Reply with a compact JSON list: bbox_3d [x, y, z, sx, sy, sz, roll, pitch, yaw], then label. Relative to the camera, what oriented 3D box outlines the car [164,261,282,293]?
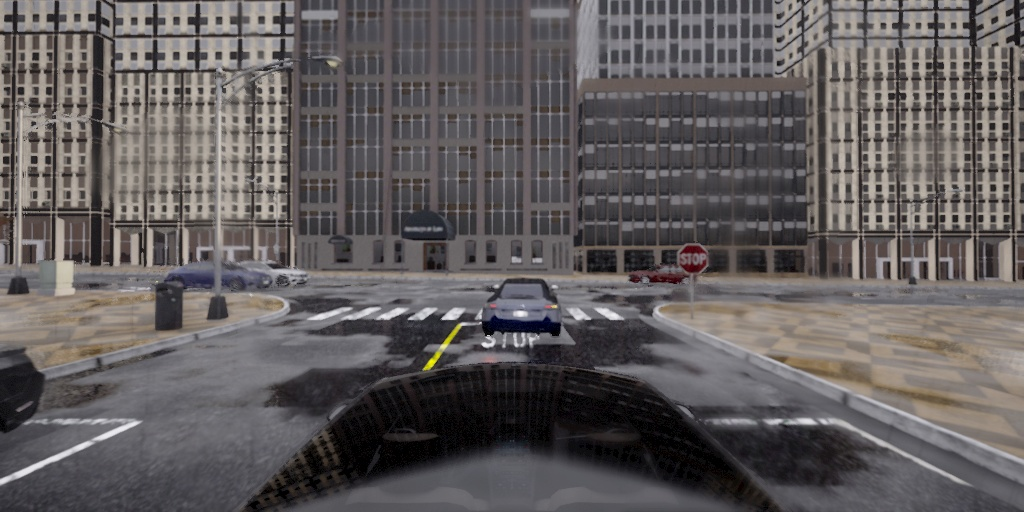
[{"bbox_3d":[-14.534,1.007,17.856,4.674,1.442,1.812,1,-1,1],"label":"car"}]

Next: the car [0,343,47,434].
[{"bbox_3d":[-5.819,1.300,1.922,2.007,1.370,4.403,0,0,0],"label":"car"}]

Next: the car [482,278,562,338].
[{"bbox_3d":[0.374,1.309,10.295,1.994,1.385,4.181,0,0,5],"label":"car"}]

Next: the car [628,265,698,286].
[{"bbox_3d":[11.522,1.474,27.479,5.008,1.535,1.882,1,-1,1],"label":"car"}]

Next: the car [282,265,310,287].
[{"bbox_3d":[-14.455,1.039,21.093,4.674,1.442,1.812,1,-1,1],"label":"car"}]
